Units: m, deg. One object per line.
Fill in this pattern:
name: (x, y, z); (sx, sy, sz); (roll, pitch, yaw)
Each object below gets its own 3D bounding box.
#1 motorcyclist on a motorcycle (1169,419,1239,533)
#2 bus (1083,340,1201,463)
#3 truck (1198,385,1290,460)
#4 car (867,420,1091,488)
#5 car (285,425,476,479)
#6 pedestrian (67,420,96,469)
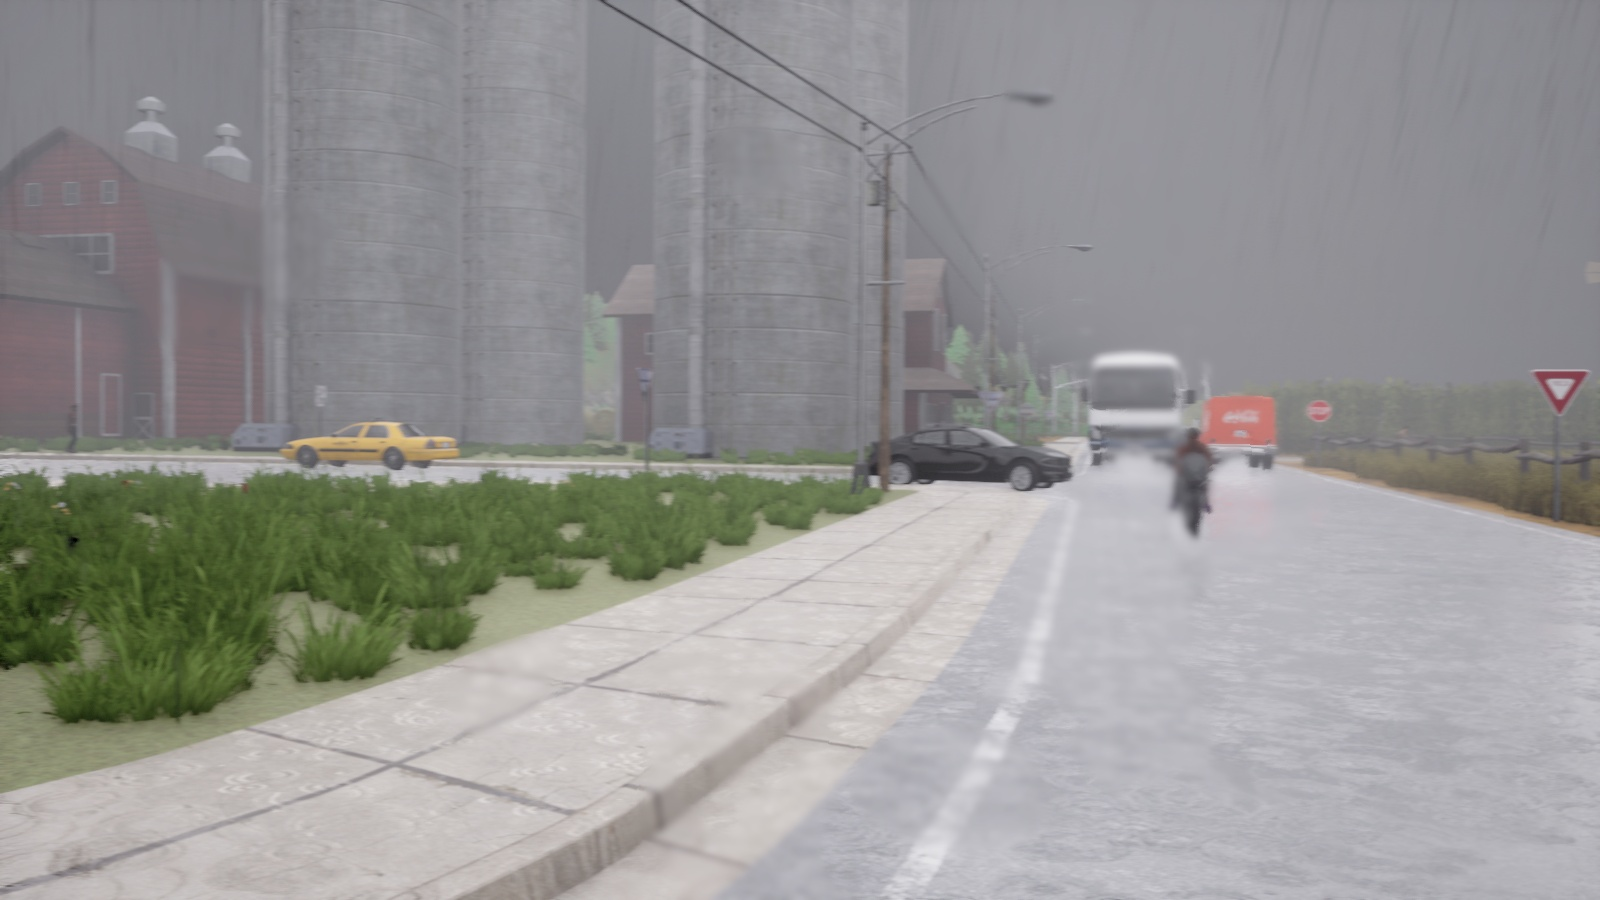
motorcyclist on a motorcycle: (5.715, 0.332, 17.851); (0.797, 1.523, 2.044); (0, 1, 14)
bus: (13.321, -1.815, 49.101); (3.944, 4.253, 10.273); (0, 1, 15)
truck: (16.088, -0.923, 45.816); (2.627, 2.467, 5.204); (0, -1, 14)
car: (4.299, 0.069, 30.365); (5.008, 1.535, 1.882); (0, 1, 27)
car: (-12.855, 0.067, 38.563); (5.366, 1.575, 1.801); (0, 1, 13)
pedestrian: (-26.764, -0.221, 46.777); (0.869, 1.805, 0.328); (-1, 1, 10)
